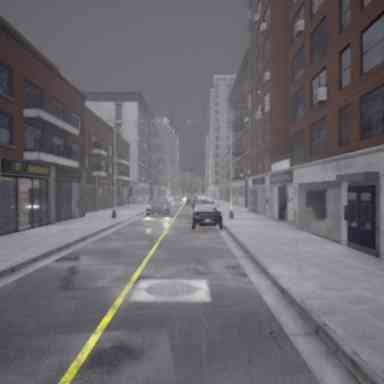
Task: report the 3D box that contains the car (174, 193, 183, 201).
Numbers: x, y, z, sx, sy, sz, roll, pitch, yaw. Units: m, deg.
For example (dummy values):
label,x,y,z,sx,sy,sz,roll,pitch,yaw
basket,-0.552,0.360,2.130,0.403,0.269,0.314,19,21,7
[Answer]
label,x,y,z,sx,sy,sz,roll,pitch,yaw
car,-2.997,1.122,71.951,2.097,1.767,4.553,0,0,0

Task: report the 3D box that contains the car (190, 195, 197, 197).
label,x,y,z,sx,sy,sz,roll,pitch,yaw
car,0.901,1.444,37.321,1.882,1.535,5.008,0,0,0

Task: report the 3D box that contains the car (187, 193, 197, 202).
label,x,y,z,sx,sy,sz,roll,pitch,yaw
car,0.002,1.136,71.799,2.097,1.767,4.553,0,0,0

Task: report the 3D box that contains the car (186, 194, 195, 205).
label,x,y,z,sx,sy,sz,roll,pitch,yaw
car,0.001,1.288,56.799,2.097,1.767,4.553,0,0,0

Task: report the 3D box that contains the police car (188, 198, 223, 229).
label,x,y,z,sx,sy,sz,roll,pitch,yaw
police car,0.901,1.409,21.431,1.930,1.638,5.238,0,0,0

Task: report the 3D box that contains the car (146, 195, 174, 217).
label,x,y,z,sx,sy,sz,roll,pitch,yaw
car,-3.091,1.325,31.419,2.097,1.767,4.553,0,0,0
